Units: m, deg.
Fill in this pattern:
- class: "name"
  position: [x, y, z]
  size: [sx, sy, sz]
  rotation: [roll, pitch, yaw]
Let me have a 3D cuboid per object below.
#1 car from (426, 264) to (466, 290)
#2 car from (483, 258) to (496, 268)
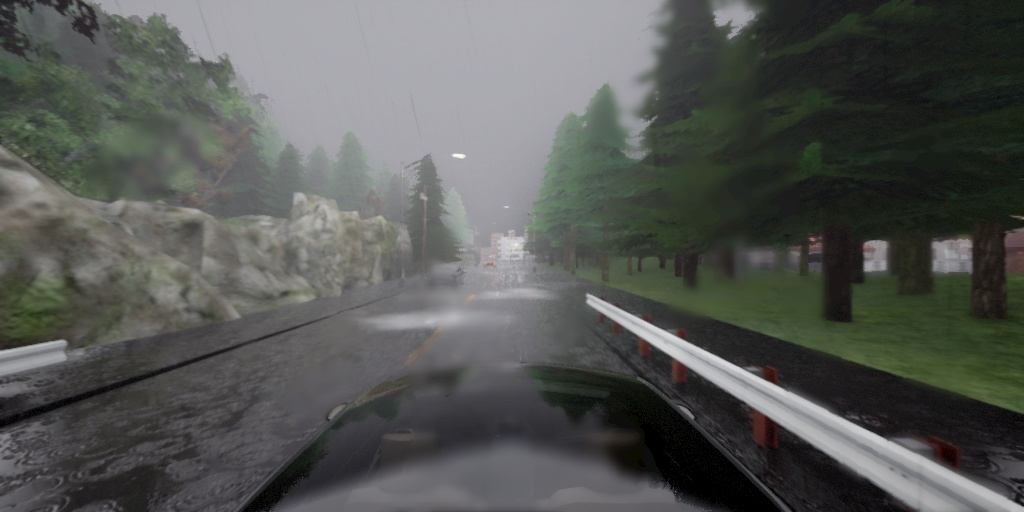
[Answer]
- class: "car"
  position: [-4.029, 1.264, 22.537]
  size: [1.837, 1.490, 4.892]
  rotation: [0, 0, 0]
- class: "car"
  position: [-3.800, 1.109, 61.399]
  size: [2.097, 1.767, 4.553]
  rotation: [0, -1, -2]
